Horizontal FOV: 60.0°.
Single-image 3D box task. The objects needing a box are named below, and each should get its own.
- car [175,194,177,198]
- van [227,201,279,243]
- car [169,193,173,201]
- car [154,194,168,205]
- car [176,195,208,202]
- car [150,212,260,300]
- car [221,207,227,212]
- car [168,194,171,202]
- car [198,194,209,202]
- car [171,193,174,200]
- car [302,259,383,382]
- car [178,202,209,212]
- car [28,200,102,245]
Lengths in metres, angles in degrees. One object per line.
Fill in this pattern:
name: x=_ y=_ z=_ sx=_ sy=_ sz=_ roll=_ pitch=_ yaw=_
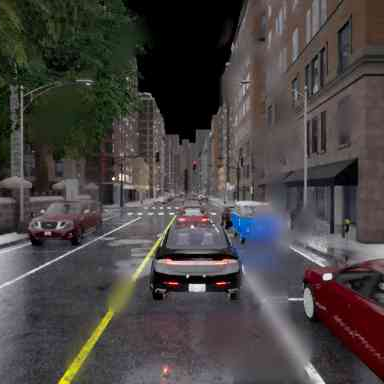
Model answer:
car: x=-5.740 y=1.495 z=86.554 sx=2.008 sy=1.369 sz=4.403 roll=0 pitch=0 yaw=0
van: x=2.842 y=1.336 z=15.659 sx=1.690 sy=1.788 sz=3.998 roll=0 pitch=0 yaw=0
car: x=-5.727 y=1.492 z=70.202 sx=1.887 sy=1.381 sz=4.507 roll=0 pitch=0 yaw=0
car: x=-5.718 y=1.479 z=59.131 sx=1.752 sy=1.417 sz=4.829 roll=0 pitch=0 yaw=0
car: x=0.025 y=1.338 z=27.565 sx=2.097 sy=1.767 sz=4.553 roll=0 pitch=0 yaw=2
car: x=0.093 y=1.490 z=8.346 sx=2.128 sy=1.511 sz=4.902 roll=0 pitch=0 yaw=0
car: x=2.838 y=1.557 z=21.319 sx=1.947 sy=1.339 sz=4.313 roll=0 pitch=0 yaw=0
car: x=-5.722 y=1.501 z=64.751 sx=2.008 sy=1.369 sz=4.403 roll=0 pitch=0 yaw=0
car: x=2.793 y=1.386 z=75.696 sx=1.967 sy=1.590 sz=4.097 roll=0 pitch=0 yaw=0
car: x=-5.731 y=1.490 z=75.653 sx=1.887 sy=1.381 sz=4.507 roll=0 pitch=0 yaw=0
car: x=2.851 y=1.544 z=4.338 sx=1.887 sy=1.381 sz=4.507 roll=0 pitch=0 yaw=0
car: x=0.088 y=1.519 z=18.608 sx=1.812 sy=1.442 sz=4.674 roll=0 pitch=0 yaw=0
car: x=-5.682 y=1.310 z=15.612 sx=2.192 sy=1.841 sz=5.009 roll=0 pitch=0 yaw=0
